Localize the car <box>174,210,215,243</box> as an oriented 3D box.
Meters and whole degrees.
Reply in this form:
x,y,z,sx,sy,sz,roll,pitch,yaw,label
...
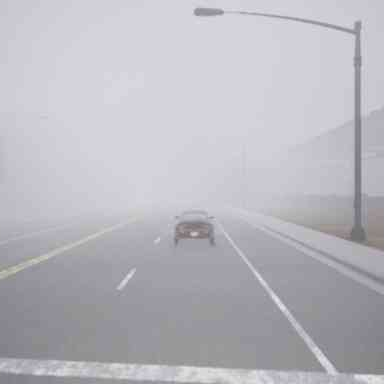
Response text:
x,y,z,sx,sy,sz,roll,pitch,yaw,label
0.108,1.605,16.334,1.812,1.442,4.674,0,0,0,car
